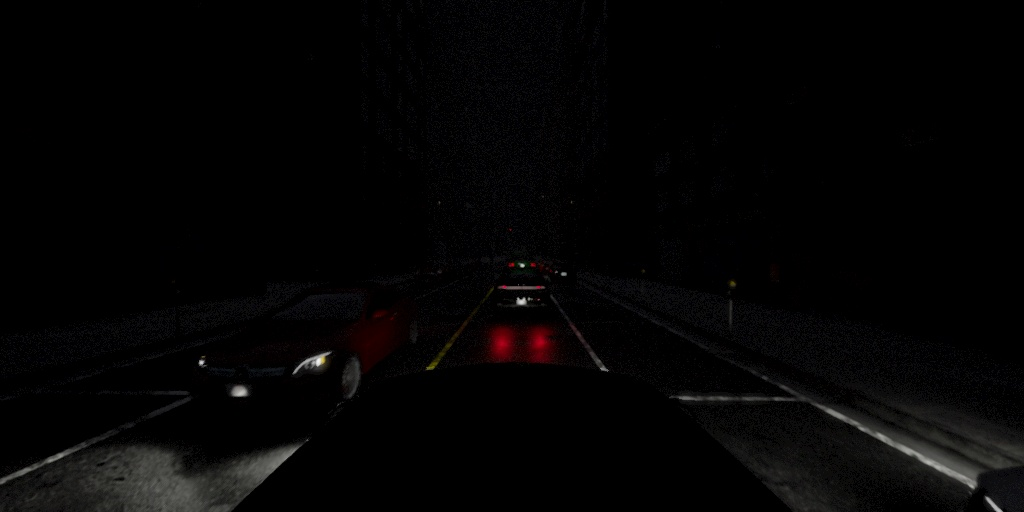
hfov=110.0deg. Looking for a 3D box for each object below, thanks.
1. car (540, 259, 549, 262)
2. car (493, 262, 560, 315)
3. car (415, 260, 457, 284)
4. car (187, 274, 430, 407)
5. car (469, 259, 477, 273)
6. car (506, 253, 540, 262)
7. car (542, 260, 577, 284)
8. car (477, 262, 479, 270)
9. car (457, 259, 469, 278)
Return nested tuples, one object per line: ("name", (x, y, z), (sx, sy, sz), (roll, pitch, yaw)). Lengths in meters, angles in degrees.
("car", (3.411, 1.071, 29.757), (1.888, 1.381, 4.507), (0, 0, 1))
("car", (0.346, 1.148, 13.134), (2.128, 1.511, 4.902), (0, 0, 1))
("car", (-5.245, 1.006, 24.460), (1.967, 1.591, 4.097), (0, 0, 1))
("car", (-3.017, 1.237, 6.365), (1.812, 1.442, 4.674), (0, 0, 1))
("car", (-4.980, 1.031, 35.467), (2.007, 1.370, 4.403), (0, 0, 1))
("car", (0.721, 0.761, 28.211), (2.150, 2.045, 5.566), (0, 1, 0))
("car", (3.278, 1.135, 24.254), (1.948, 1.339, 4.313), (0, 0, 1))
("car", (-4.847, 0.982, 40.970), (1.888, 1.381, 4.507), (0, 0, 1))
("car", (-5.113, 1.089, 29.963), (1.948, 1.339, 4.313), (0, 0, 1))
